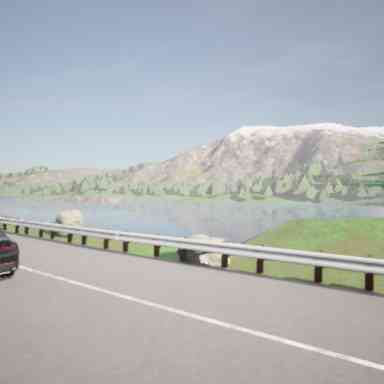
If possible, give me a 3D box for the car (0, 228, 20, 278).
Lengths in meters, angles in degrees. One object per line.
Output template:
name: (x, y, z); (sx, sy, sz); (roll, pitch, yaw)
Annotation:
car: (-6.466, 1.486, 8.959); (4.892, 1.490, 1.837); (0, 0, 38)
